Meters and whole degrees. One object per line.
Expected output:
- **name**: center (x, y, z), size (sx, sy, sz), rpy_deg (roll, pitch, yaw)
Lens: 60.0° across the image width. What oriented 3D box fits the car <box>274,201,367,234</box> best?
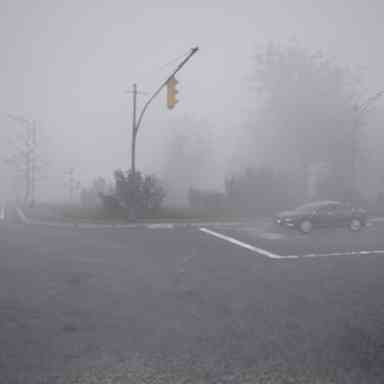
- **car**: center (6.668, 1.246, 17.265), size (4.892, 1.490, 1.837), rpy_deg (0, 2, -16)
